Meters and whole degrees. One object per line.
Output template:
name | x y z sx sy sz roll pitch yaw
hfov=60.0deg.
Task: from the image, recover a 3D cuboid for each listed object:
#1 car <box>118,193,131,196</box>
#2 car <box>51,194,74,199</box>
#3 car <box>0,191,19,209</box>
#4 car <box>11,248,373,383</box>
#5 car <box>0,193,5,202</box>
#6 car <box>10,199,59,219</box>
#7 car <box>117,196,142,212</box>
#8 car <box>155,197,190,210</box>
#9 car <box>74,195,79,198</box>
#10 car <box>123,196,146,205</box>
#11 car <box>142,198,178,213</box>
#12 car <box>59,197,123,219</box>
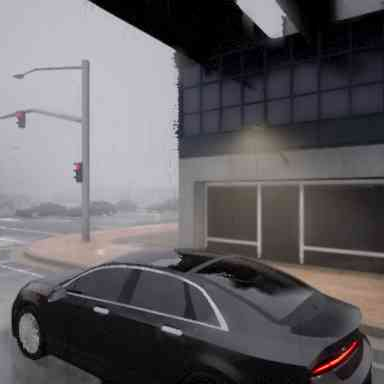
car | -11.836 1.173 56.115 3.866 1.878 1.905 0 0 35
car | -26.142 1.177 66.230 4.605 1.855 1.932 0 0 35
car | -23.153 1.173 40.084 3.866 1.878 1.905 0 0 35
car | -0.448 1.506 4.314 4.892 1.490 1.837 0 0 36
car | -41.639 1.184 70.411 4.605 1.855 1.932 0 0 35
car | -13.271 1.575 29.510 1.994 1.385 4.181 0 0 36
car | -8.060 1.537 36.544 1.812 1.442 4.674 0 0 37
car | -2.518 1.489 43.973 1.882 1.535 5.008 0 0 37
car | -24.414 1.388 68.556 3.905 1.438 1.784 0 0 35
car | -10.153 1.412 58.471 3.806 1.475 1.970 0 0 35
car | -3.090 1.535 37.356 1.812 1.442 4.674 0 0 37
car | -8.894 1.515 29.563 1.837 1.490 4.892 0 0 36
